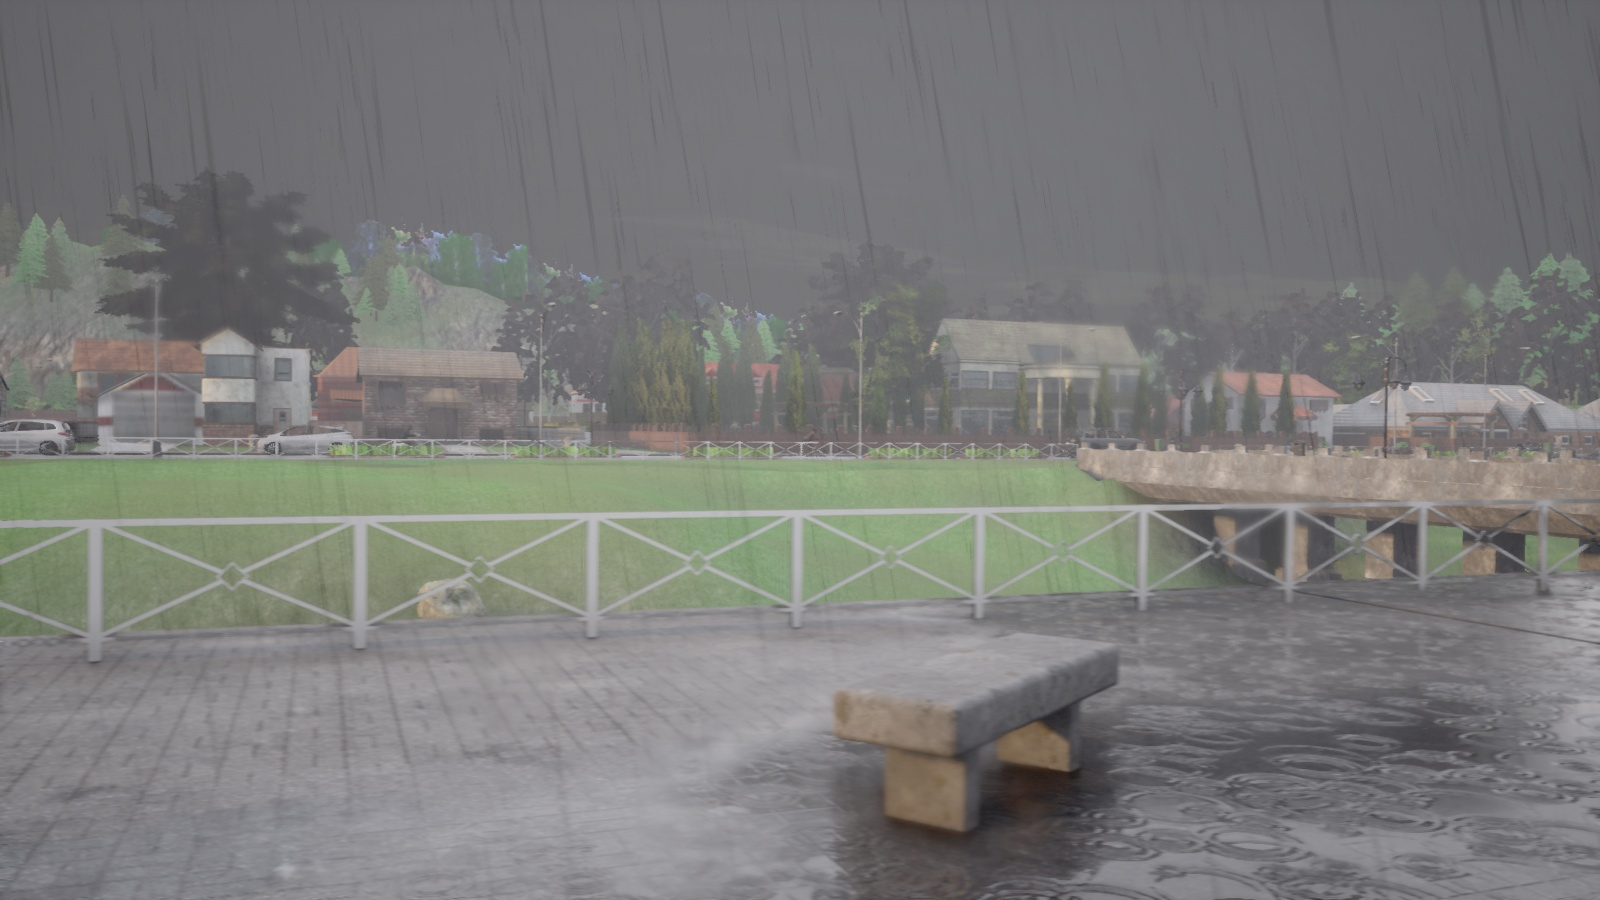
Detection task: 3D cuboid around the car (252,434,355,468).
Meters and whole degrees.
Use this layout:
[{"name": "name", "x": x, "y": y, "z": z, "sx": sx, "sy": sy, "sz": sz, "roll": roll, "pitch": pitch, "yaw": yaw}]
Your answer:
[{"name": "car", "x": -23.936, "y": 0.016, "z": 60.675, "sx": 4.514, "sy": 1.525, "sz": 2.007, "roll": -1, "pitch": 1, "yaw": -21}]

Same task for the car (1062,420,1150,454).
[{"name": "car", "x": 17.598, "y": -0.750, "z": 72.153, "sx": 4.605, "sy": 1.855, "sz": 1.932, "roll": -1, "pitch": 1, "yaw": -21}]

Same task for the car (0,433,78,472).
[{"name": "car", "x": -35.243, "y": 0.106, "z": 56.384, "sx": 4.611, "sy": 1.667, "sz": 2.242, "roll": -1, "pitch": 1, "yaw": -21}]
